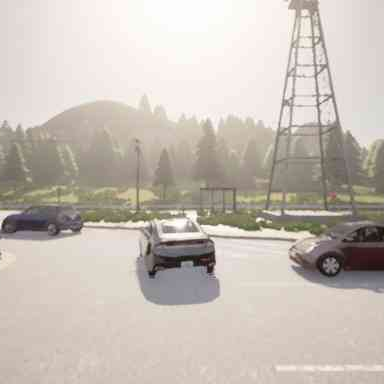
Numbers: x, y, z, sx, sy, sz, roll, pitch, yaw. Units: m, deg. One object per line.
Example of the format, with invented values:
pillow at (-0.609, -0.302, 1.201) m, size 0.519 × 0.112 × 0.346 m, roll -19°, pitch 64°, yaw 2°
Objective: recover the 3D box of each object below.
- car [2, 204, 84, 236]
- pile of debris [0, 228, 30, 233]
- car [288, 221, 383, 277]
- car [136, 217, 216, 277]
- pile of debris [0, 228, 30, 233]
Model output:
car at (-8.567, 1.459, 19.114) m, size 4.553 × 1.767 × 2.097 m, roll 0°, pitch 0°, yaw 20°
pile of debris at (-10.864, 2.286, 19.683) m, size 1.860 × 0.140 × 1.500 m, roll 0°, pitch 0°, yaw 0°
car at (4.907, 1.576, 9.775) m, size 3.905 × 1.438 × 1.784 m, roll 0°, pitch 0°, yaw 0°
car at (-0.640, 1.532, 10.540) m, size 2.128 × 1.511 × 4.902 m, roll -2°, pitch 1°, yaw -12°
pile of debris at (-10.864, 2.286, 19.683) m, size 1.860 × 0.140 × 1.500 m, roll 0°, pitch 0°, yaw 0°
